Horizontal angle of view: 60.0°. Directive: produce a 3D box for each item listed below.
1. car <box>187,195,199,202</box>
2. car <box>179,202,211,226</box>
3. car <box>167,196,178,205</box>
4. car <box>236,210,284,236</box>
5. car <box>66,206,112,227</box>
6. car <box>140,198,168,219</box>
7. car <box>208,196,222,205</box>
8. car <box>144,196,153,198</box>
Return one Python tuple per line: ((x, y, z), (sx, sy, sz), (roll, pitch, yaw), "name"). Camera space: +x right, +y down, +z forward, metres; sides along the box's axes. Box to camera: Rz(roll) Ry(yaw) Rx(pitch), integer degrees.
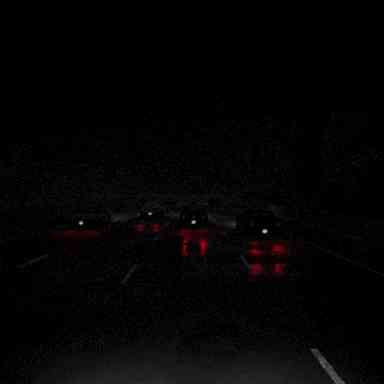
((0.135, 1.240, 55.009), (1.882, 1.535, 5.008), (0, 1, 0), "car")
((0.116, 1.630, 23.622), (1.895, 1.301, 4.718), (0, 0, 0), "car")
((-3.366, 1.345, 52.730), (1.994, 1.385, 4.181), (0, 1, 0), "car")
((3.613, 1.647, 18.697), (1.895, 1.301, 4.718), (0, 0, 0), "car")
((-6.884, 1.627, 22.864), (1.895, 1.301, 4.718), (0, 0, 0), "car")
((-3.381, 1.522, 29.146), (1.812, 1.442, 4.674), (0, 0, 0), "car")
((3.634, 1.345, 53.319), (1.994, 1.385, 4.181), (0, 1, 0), "car")
((-6.866, 1.342, 52.784), (1.994, 1.385, 4.181), (0, 1, 0), "car")
